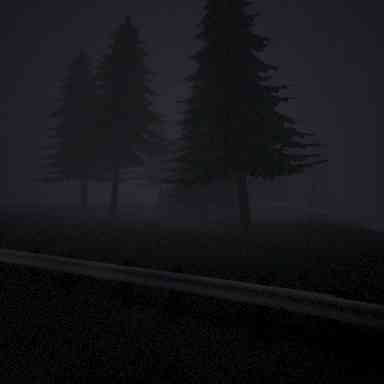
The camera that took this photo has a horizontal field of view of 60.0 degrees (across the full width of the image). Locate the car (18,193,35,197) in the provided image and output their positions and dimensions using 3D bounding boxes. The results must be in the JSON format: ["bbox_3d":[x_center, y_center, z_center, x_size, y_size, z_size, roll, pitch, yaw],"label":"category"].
[{"bbox_3d":[-38.880,1.225,78.312,2.150,2.045,5.566,0,0,-2],"label":"car"}]
